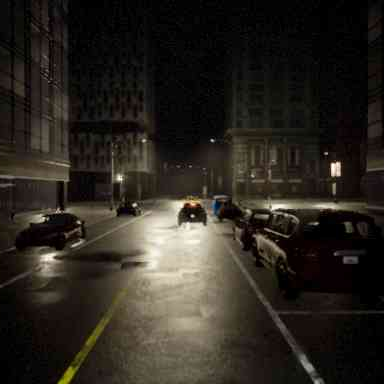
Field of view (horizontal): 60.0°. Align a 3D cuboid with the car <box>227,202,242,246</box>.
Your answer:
[{"bbox_3d":[2.820,1.411,13.988,1.967,1.590,4.097,0,0,0],"label":"car"}]

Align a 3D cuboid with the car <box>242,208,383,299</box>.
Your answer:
[{"bbox_3d":[2.833,1.298,8.339,2.192,1.841,5.009,0,0,0],"label":"car"}]

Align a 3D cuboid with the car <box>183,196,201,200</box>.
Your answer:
[{"bbox_3d":[0.002,1.256,39.070,2.097,1.767,4.553,0,0,0],"label":"car"}]

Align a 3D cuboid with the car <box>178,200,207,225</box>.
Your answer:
[{"bbox_3d":[0.040,1.514,23.391,1.994,1.385,4.181,0,0,0],"label":"car"}]

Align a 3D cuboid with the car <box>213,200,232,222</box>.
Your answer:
[{"bbox_3d":[2.793,1.525,25.286,1.802,1.307,4.206,0,0,0],"label":"car"}]

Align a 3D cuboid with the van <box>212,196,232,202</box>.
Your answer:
[{"bbox_3d":[2.778,1.268,30.935,1.690,1.788,3.998,0,0,0],"label":"van"}]

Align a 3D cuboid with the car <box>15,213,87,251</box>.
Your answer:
[{"bbox_3d":[-5.704,1.558,13.966,1.802,1.307,4.206,0,0,0],"label":"car"}]

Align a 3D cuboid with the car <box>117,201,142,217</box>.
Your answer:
[{"bbox_3d":[-5.746,1.498,30.913,1.947,1.339,4.313,0,0,0],"label":"car"}]
